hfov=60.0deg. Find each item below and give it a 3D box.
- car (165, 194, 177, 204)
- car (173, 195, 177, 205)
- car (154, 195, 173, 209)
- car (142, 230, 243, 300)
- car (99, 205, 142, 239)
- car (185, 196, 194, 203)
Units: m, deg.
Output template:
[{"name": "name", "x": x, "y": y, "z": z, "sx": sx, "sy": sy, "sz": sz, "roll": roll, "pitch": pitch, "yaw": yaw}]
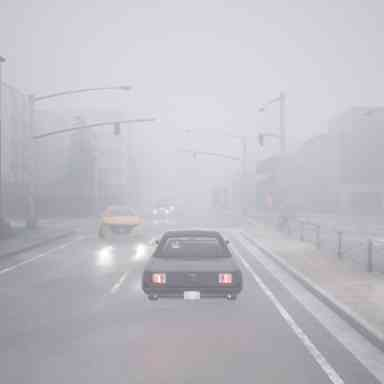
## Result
[{"name": "car", "x": -3.992, "y": 1.343, "z": 63.744, "sx": 2.097, "sy": 1.767, "sz": 4.553, "roll": 0, "pitch": 0, "yaw": 0}, {"name": "car", "x": -3.962, "y": 1.593, "z": 53.575, "sx": 1.895, "sy": 1.301, "sz": 4.718, "roll": 0, "pitch": 0, "yaw": 0}, {"name": "car", "x": -3.905, "y": 1.498, "z": 44.310, "sx": 1.837, "sy": 1.490, "sz": 4.892, "roll": 0, "pitch": 0, "yaw": 0}, {"name": "car", "x": 0.009, "y": 1.600, "z": 8.302, "sx": 1.895, "sy": 1.301, "sz": 4.718, "roll": 0, "pitch": 0, "yaw": 0}, {"name": "car", "x": -3.784, "y": 1.472, "z": 17.612, "sx": 1.882, "sy": 1.535, "sz": 5.008, "roll": 2, "pitch": 0, "yaw": -14}, {"name": "car", "x": -0.461, "y": 1.482, "z": 66.584, "sx": 2.128, "sy": 1.511, "sz": 4.902, "roll": 0, "pitch": 0, "yaw": 0}]
